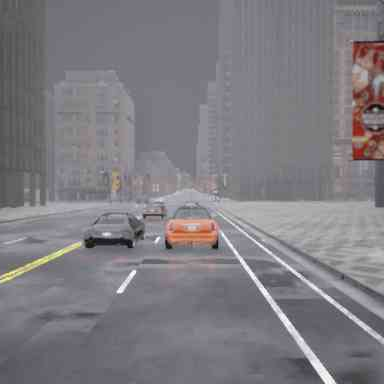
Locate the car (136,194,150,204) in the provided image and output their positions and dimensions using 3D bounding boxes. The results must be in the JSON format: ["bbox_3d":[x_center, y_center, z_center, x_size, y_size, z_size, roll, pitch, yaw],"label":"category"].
[{"bbox_3d":[-9.750,1.498,66.632,2.150,2.045,5.566,0,0,0],"label":"car"}]

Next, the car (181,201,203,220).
[{"bbox_3d":[0.001,1.569,29.656,1.812,1.442,4.674,0,0,0],"label":"car"}]

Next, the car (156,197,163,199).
[{"bbox_3d":[-6.500,1.731,66.662,1.812,1.442,4.674,0,0,0],"label":"car"}]

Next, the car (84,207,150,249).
[{"bbox_3d":[-3.250,1.578,14.654,1.994,1.385,4.181,0,0,0],"label":"car"}]

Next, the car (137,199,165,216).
[{"bbox_3d":[-3.249,1.600,29.656,2.033,1.411,5.357,0,0,0],"label":"car"}]

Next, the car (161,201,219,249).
[{"bbox_3d":[0.000,1.372,14.623,2.097,1.767,4.553,0,0,0],"label":"car"}]
